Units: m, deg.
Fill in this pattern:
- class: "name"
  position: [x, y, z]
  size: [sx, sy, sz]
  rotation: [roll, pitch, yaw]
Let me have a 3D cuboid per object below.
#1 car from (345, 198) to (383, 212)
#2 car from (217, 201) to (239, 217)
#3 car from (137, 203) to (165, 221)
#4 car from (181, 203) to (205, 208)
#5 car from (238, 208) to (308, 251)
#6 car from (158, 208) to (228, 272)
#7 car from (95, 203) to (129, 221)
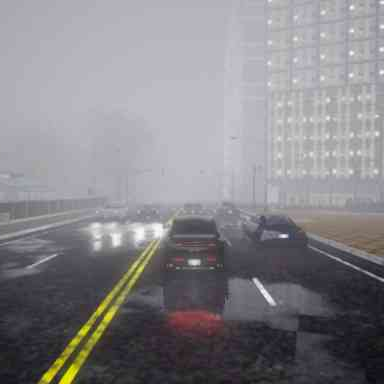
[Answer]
- class: "car"
  position: [23.023, 1.706, 44.241]
  size: [5.009, 1.841, 2.192]
  rotation: [0, 2, 20]
- class: "car"
  position: [3.347, 1.562, 31.069]
  size: [1.812, 1.442, 4.674]
  rotation: [0, 0, 0]
- class: "car"
  position: [-3.336, 1.632, 27.588]
  size: [1.895, 1.301, 4.718]
  rotation: [0, 0, 0]
- class: "car"
  position: [0.089, 1.577, 27.362]
  size: [2.033, 1.411, 5.357]
  rotation: [0, 0, 0]
- class: "car"
  position: [3.339, 1.577, 14.089]
  size: [1.994, 1.385, 4.181]
  rotation: [0, 0, 0]
- class: "car"
  position: [0.077, 1.516, 10.854]
  size: [1.837, 1.490, 4.892]
  rotation: [0, 0, 0]
- class: "car"
  position: [-6.586, 1.632, 27.693]
  size: [1.895, 1.301, 4.718]
  rotation: [0, 0, 0]
